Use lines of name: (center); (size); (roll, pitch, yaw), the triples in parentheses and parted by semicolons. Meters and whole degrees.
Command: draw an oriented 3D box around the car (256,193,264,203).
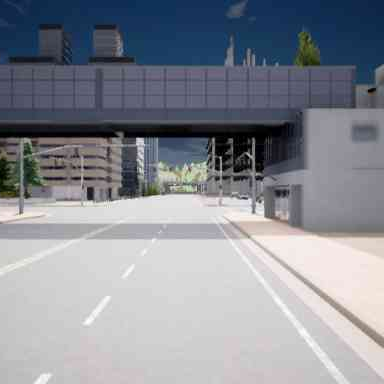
car: (13.132, 1.127, 61.628); (1.932, 1.855, 4.605); (0, 0, 0)
